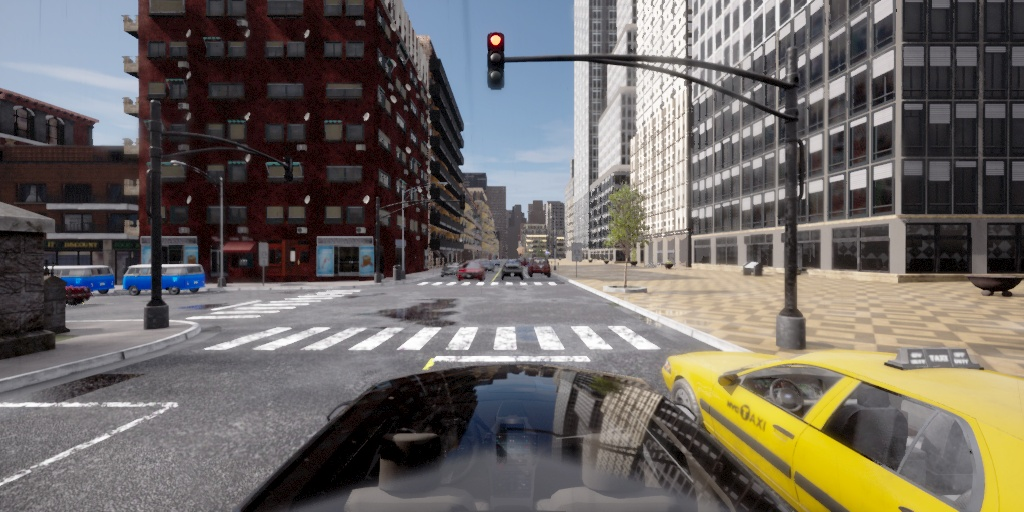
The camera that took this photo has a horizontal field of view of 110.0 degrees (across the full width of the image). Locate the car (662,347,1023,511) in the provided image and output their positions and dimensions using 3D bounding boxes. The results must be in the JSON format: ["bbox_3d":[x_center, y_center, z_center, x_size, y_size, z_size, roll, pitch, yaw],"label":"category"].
[{"bbox_3d":[2.690,1.275,2.554,1.751,1.417,4.829,0,0,0],"label":"car"}]

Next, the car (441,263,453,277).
[{"bbox_3d":[-5.764,1.309,34.777,2.007,1.370,4.403,0,0,0],"label":"car"}]

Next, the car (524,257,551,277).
[{"bbox_3d":[2.616,1.073,34.796,2.192,1.841,5.009,0,0,0],"label":"car"}]

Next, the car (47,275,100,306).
[{"bbox_3d":[-21.641,1.685,15.700,4.718,1.301,1.895,-1,0,-1],"label":"car"}]

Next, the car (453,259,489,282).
[{"bbox_3d":[-3.160,1.233,28.704,1.882,1.535,5.008,0,0,0],"label":"car"}]

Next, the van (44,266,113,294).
[{"bbox_3d":[-26.348,1.481,21.439,3.998,1.789,1.690,0,0,-1],"label":"van"}]

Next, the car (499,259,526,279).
[{"bbox_3d":[0.034,1.262,32.031,1.837,1.490,4.892,0,0,0],"label":"car"}]

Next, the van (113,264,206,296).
[{"bbox_3d":[-20.810,1.390,21.502,3.998,1.789,1.690,0,0,-1],"label":"van"}]

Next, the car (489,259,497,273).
[{"bbox_3d":[-3.189,1.328,43.649,1.994,1.385,4.181,0,0,0],"label":"car"}]
